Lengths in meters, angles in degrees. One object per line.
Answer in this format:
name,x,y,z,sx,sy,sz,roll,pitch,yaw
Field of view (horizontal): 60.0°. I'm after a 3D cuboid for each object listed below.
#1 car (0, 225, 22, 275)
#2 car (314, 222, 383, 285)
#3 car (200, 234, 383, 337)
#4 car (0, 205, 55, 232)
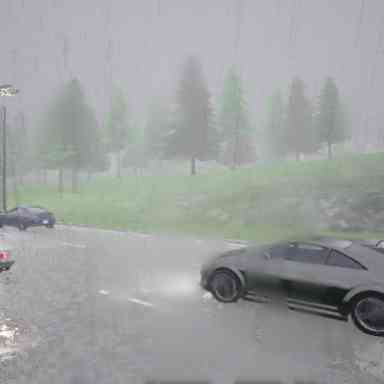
car,-6.823,1.598,9.042,4.718,1.301,1.895,0,0,37
car,5.801,1.619,8.470,4.718,1.301,1.895,0,0,36
car,2.238,1.575,6.743,4.181,1.385,1.994,0,0,36
car,-10.177,1.527,20.339,4.674,1.442,1.812,0,0,37
